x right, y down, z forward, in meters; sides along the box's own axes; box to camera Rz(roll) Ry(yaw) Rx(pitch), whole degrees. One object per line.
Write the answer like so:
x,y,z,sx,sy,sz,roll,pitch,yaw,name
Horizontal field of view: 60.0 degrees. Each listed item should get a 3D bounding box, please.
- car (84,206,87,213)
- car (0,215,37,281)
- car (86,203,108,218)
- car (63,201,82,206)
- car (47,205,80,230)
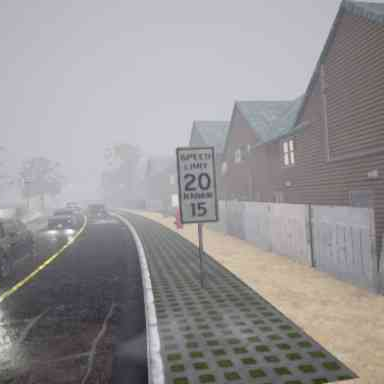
-14.011,2.284,46.846,1.812,1.442,4.674,-3,0,-23,car
-6.549,1.676,10.529,2.097,1.767,4.553,-3,0,-11,car
-10.443,2.073,37.055,1.837,1.490,4.892,-3,0,-18,car
-14.781,1.910,41.093,1.837,1.490,4.892,-3,0,-20,car
-10.278,2.100,26.599,2.033,1.411,5.357,-3,0,-16,car
